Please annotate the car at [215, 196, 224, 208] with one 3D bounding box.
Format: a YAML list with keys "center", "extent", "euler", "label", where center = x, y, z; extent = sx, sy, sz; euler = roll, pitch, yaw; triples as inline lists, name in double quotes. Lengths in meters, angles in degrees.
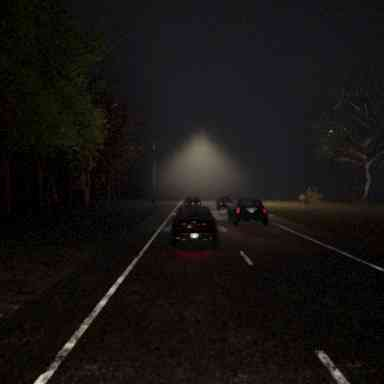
- center: [3.532, 1.147, 35.562]
  extent: [2.033, 1.411, 5.357]
  euler: [0, 1, 0]
  label: "car"

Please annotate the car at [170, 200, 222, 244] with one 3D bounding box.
- center: [0.091, 1.339, 14.821]
  extent: [1.837, 1.490, 4.892]
  euler: [0, 1, 0]
  label: "car"

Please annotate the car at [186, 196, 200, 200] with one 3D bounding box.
- center: [0.079, 1.157, 34.725]
  extent: [2.033, 1.411, 5.357]
  euler: [0, 1, 0]
  label: "car"

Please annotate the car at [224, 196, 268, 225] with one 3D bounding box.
- center: [3.506, 1.109, 21.642]
  extent: [2.097, 1.767, 4.553]
  euler: [0, 1, 0]
  label: "car"
